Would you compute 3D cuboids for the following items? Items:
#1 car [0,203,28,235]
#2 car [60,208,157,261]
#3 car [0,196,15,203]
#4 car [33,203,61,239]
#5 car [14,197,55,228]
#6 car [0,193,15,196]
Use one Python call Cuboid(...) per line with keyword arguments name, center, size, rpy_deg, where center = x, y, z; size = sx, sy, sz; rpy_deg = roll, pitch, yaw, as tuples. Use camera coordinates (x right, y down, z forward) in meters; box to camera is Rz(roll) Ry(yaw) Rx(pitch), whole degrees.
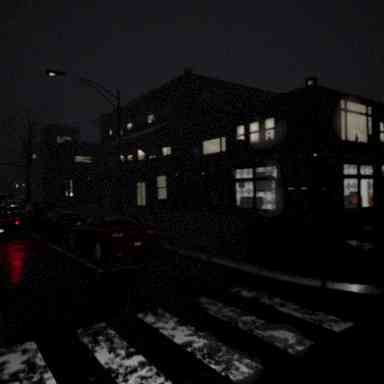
Cuboid(name="car", center=(-9.910, 1.471, 16.808), size=(1.895, 1.301, 4.718), rpy_deg=(-1, 1, -36))
Cuboid(name="car", center=(-2.899, 1.381, 11.558), size=(1.887, 1.381, 4.507), rpy_deg=(0, 0, -36))
Cuboid(name="car", center=(-15.933, 1.343, 29.512), size=(2.008, 1.369, 4.403), rpy_deg=(0, 0, -36))
Cuboid(name="car", center=(-6.157, 1.408, 16.045), size=(1.802, 1.307, 4.206), rpy_deg=(0, 0, -36))
Cuboid(name="car", center=(-9.417, 1.256, 20.535), size=(1.967, 1.590, 4.097), rpy_deg=(0, 0, -36))
Cuboid(name="car", center=(-19.192, 1.094, 33.998), size=(2.192, 1.841, 5.009), rpy_deg=(0, 0, -36))
